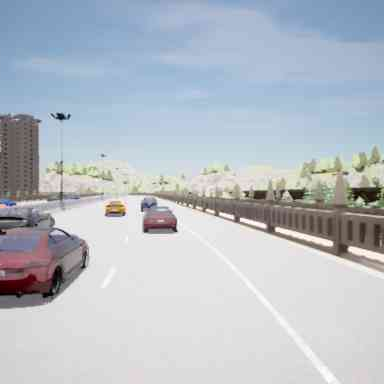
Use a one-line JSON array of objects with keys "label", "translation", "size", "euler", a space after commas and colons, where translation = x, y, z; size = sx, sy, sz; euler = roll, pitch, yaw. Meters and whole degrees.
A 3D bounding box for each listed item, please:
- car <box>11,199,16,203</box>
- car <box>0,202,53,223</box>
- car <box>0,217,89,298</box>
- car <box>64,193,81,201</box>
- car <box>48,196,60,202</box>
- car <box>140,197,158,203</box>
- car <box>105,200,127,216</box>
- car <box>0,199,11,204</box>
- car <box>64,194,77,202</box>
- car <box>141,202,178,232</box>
[{"label": "car", "translation": [-23.139, 1.566, 40.845], "size": [1.882, 1.535, 5.008], "euler": [0, 0, -9]}, {"label": "car", "translation": [-8.602, 1.525, 17.242], "size": [2.128, 1.511, 4.902], "euler": [0, 0, -8]}, {"label": "car", "translation": [-4.013, 1.579, 8.557], "size": [1.994, 1.385, 4.181], "euler": [0, 0, -5]}, {"label": "car", "translation": [-23.669, 1.314, 66.690], "size": [2.150, 2.045, 5.566], "euler": [0, 0, -9]}, {"label": "car", "translation": [-32.823, 1.641, 79.529], "size": [2.033, 1.411, 5.357], "euler": [0, 0, -9]}, {"label": "car", "translation": [-5.345, 1.372, 41.547], "size": [2.097, 1.767, 4.553], "euler": [0, 0, -9]}, {"label": "car", "translation": [-7.584, 1.507, 33.419], "size": [1.882, 1.535, 5.008], "euler": [0, 0, -9]}, {"label": "car", "translation": [-17.579, 1.419, 28.229], "size": [2.097, 1.767, 4.553], "euler": [0, 0, -9]}, {"label": "car", "translation": [-29.440, 1.438, 80.526], "size": [2.097, 1.767, 4.553], "euler": [0, 0, -9]}, {"label": "car", "translation": [-2.017, 1.572, 20.470], "size": [1.994, 1.385, 4.181], "euler": [0, 0, -8]}]
